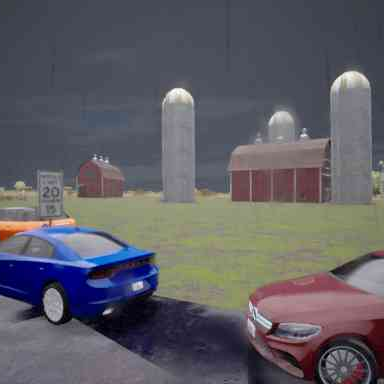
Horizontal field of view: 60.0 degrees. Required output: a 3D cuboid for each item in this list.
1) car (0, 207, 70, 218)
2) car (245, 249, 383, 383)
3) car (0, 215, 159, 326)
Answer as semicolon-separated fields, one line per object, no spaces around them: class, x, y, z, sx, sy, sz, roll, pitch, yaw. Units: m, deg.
car;-6.830;1.365;13.230;4.553;1.767;2.097;0;0;21
car;3.090;1.557;4.616;4.674;1.442;1.812;1;0;-7
car;-3.003;1.480;7.147;5.008;1.535;1.882;0;0;34
